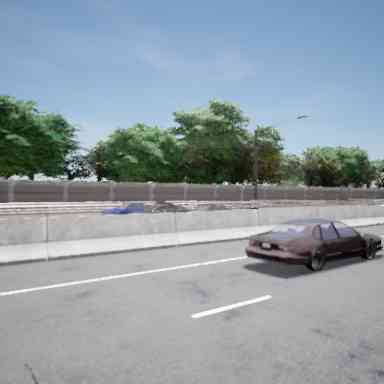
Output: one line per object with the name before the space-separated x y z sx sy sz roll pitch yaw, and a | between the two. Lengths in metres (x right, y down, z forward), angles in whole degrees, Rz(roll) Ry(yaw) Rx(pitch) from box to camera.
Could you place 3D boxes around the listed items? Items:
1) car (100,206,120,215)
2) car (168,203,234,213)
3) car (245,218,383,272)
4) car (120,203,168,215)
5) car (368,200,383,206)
car | -4.907 1.579 26.282 4.674 1.442 1.812 0 0 -35
car | 1.033 1.591 21.920 4.674 1.442 1.812 0 0 -35
car | 4.187 1.594 11.021 5.357 1.411 2.033 0 0 -35
car | -2.333 1.561 23.818 4.892 1.490 1.837 0 0 -35
car | 28.774 1.867 50.219 5.357 1.411 2.033 1 0 -35
